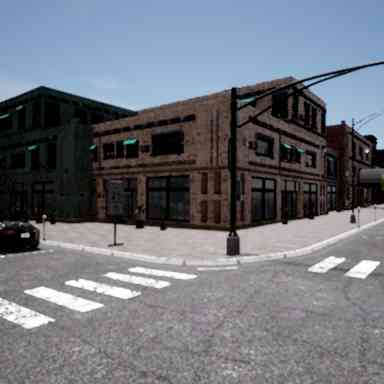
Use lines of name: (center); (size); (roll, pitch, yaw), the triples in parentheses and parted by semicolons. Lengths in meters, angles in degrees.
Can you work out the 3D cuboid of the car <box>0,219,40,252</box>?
car: (-8.604, 1.885, 15.241); (4.313, 1.339, 1.947); (-1, -1, 39)
